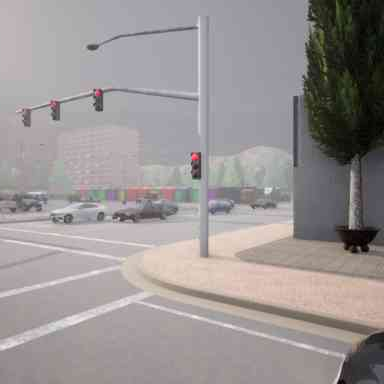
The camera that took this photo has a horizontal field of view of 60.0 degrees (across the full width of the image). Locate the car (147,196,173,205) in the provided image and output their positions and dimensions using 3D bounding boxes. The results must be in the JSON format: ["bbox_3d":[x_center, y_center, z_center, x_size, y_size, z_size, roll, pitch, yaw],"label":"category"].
[{"bbox_3d":[-5.287,1.395,54.909,3.806,1.475,1.970,0,0,35],"label":"car"}]

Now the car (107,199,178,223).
[{"bbox_3d":[-3.750,1.547,26.310,2.033,1.411,5.357,0,0,36],"label":"car"}]

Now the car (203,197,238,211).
[{"bbox_3d":[3.622,1.488,42.089,2.128,1.511,4.902,0,0,37],"label":"car"}]

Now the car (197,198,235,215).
[{"bbox_3d":[2.391,1.526,34.575,1.812,1.442,4.674,0,0,37],"label":"car"}]

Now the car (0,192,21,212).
[{"bbox_3d":[-19.964,1.153,34.162,4.605,1.855,1.932,0,0,35],"label":"car"}]

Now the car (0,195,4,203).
[{"bbox_3d":[-38.304,1.364,64.563,3.905,1.438,1.784,0,0,35],"label":"car"}]

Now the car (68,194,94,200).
[{"bbox_3d":[-21.292,1.153,62.635,4.605,1.855,1.932,0,0,35],"label":"car"}]

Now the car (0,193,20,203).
[{"bbox_3d":[-36.798,1.153,66.784,4.605,1.855,1.932,0,0,35],"label":"car"}]

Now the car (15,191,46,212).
[{"bbox_3d":[-18.250,1.156,36.495,3.866,1.878,1.905,0,0,35],"label":"car"}]

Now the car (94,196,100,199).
[{"bbox_3d":[-19.569,1.364,64.964,3.905,1.438,1.784,0,0,35],"label":"car"}]

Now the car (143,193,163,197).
[{"bbox_3d":[-6.965,1.156,52.549,3.866,1.878,1.905,0,0,35],"label":"car"}]

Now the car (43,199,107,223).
[{"bbox_3d":[-8.589,1.526,25.573,1.812,1.442,4.674,0,0,38],"label":"car"}]

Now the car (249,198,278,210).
[{"bbox_3d":[9.619,1.547,44.257,2.033,1.411,5.357,0,0,37],"label":"car"}]

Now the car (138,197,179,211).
[{"bbox_3d":[-3.205,1.526,32.917,1.812,1.442,4.674,0,0,37],"label":"car"}]

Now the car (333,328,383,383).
[{"bbox_3d":[3.319,1.492,1.598,4.902,1.511,2.128,0,0,36],"label":"car"}]
